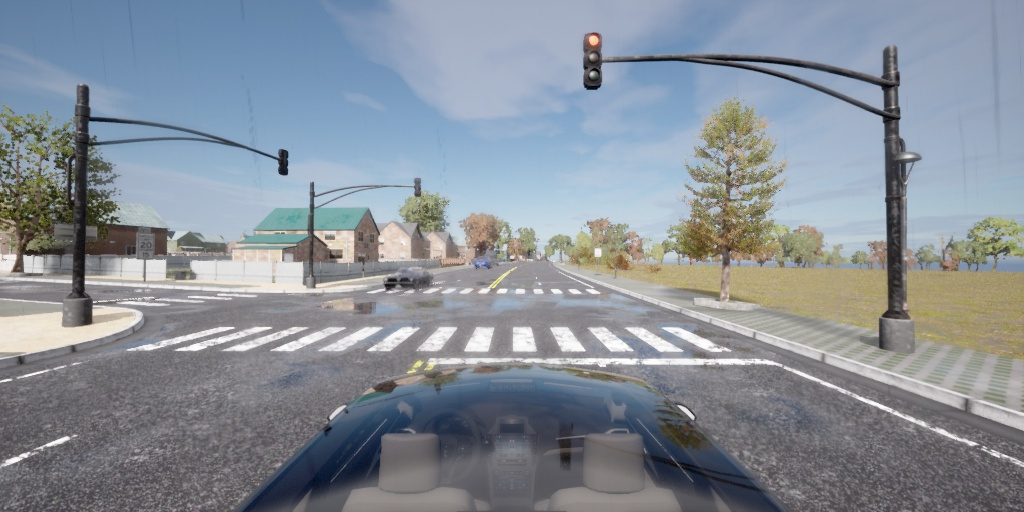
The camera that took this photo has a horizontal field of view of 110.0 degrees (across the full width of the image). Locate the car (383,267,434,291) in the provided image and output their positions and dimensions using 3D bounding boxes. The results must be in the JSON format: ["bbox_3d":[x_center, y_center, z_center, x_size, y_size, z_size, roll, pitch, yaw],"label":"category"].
[{"bbox_3d":[-6.216,1.372,21.985,1.895,1.301,4.718,0,0,1],"label":"car"}]

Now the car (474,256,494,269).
[{"bbox_3d":[-4.639,1.034,57.551,2.150,2.045,5.566,0,0,4],"label":"car"}]
